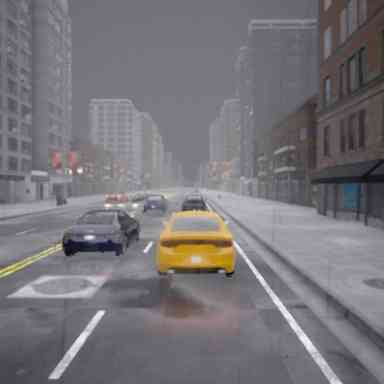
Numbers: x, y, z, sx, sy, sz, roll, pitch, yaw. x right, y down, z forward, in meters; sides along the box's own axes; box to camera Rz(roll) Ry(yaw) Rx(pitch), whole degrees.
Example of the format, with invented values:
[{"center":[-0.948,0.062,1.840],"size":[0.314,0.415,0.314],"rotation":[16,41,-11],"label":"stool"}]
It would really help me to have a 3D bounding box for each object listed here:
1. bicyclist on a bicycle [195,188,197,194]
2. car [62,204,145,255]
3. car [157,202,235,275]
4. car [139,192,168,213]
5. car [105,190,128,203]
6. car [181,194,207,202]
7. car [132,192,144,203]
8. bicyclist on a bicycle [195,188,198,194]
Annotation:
[{"center":[1.197,-0.363,93.269],"size":[0.582,1.620,1.656],"rotation":[0,1,0],"label":"bicyclist on a bicycle"},{"center":[-3.121,1.322,12.192],"size":[1.994,1.385,4.181],"rotation":[0,1,0],"label":"car"},{"center":[0.114,1.282,9.783],"size":[1.882,1.535,5.008],"rotation":[0,1,0],"label":"car"},{"center":[-3.065,0.961,28.664],"size":[1.812,1.442,4.674],"rotation":[0,1,0],"label":"car"},{"center":[-9.693,0.510,42.864],"size":[2.097,1.767,4.553],"rotation":[0,1,0],"label":"car"},{"center":[0.180,0.969,27.354],"size":[1.837,1.490,4.892],"rotation":[0,2,0],"label":"car"},{"center":[-6.444,0.726,42.721],"size":[1.994,1.385,4.181],"rotation":[0,1,0],"label":"car"},{"center":[1.164,-0.202,84.268],"size":[0.866,1.612,1.509],"rotation":[0,1,0],"label":"bicyclist on a bicycle"}]
